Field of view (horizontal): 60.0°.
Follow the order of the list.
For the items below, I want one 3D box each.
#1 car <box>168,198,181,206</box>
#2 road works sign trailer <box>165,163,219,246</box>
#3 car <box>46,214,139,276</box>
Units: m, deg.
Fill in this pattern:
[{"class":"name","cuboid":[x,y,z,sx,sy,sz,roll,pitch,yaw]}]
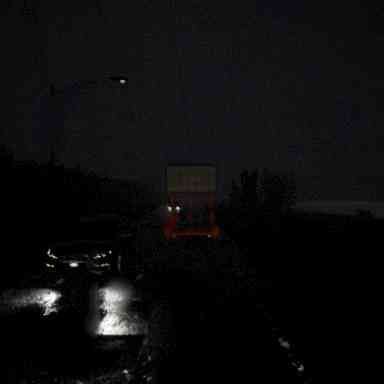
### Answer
[{"class":"car","cuboid":[-2.837,1.641,54.481,1.994,1.385,4.181,0,0,0]},{"class":"road works sign trailer","cuboid":[-0.008,0.471,15.235,2.380,3.560,2.880,0,0,0]},{"class":"car","cuboid":[-2.856,1.508,10.465,1.837,1.490,4.892,0,0,0]}]
